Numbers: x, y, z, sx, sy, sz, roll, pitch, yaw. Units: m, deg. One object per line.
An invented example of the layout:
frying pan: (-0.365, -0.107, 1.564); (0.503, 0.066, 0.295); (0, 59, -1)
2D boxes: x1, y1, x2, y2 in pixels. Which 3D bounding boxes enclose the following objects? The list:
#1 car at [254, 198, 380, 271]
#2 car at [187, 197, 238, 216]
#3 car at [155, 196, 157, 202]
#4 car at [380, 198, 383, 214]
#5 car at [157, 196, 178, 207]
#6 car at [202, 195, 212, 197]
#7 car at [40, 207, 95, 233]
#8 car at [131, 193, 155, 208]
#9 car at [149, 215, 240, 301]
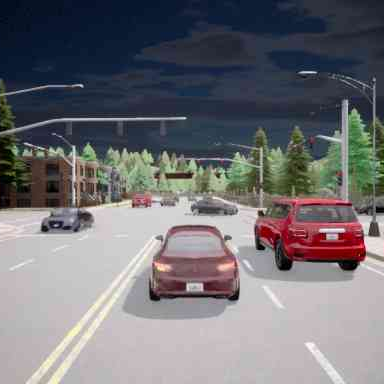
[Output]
car: (3.551, 1.221, 11.086); (2.150, 2.045, 5.566); (0, 0, 0)
car: (2.025, 1.505, 31.517); (4.892, 1.490, 1.837); (0, 2, 40)
car: (-7.182, 1.525, 65.832); (1.812, 1.442, 4.674); (0, 0, 0)
car: (18.255, 1.352, 32.480); (4.553, 1.767, 2.097); (0, 0, 0)
car: (-3.711, 1.353, 51.538); (2.097, 1.767, 4.553); (0, 0, 0)
car: (3.342, 1.355, 74.368); (2.097, 1.767, 4.553); (0, 0, 0)
car: (-7.145, 1.564, 19.459); (1.994, 1.385, 4.181); (0, 0, 0)
car: (-7.177, 1.220, 47.926); (2.150, 2.045, 5.566); (0, 0, 2)
car: (0.045, 1.526, 8.205); (1.812, 1.442, 4.674); (0, 0, 0)
